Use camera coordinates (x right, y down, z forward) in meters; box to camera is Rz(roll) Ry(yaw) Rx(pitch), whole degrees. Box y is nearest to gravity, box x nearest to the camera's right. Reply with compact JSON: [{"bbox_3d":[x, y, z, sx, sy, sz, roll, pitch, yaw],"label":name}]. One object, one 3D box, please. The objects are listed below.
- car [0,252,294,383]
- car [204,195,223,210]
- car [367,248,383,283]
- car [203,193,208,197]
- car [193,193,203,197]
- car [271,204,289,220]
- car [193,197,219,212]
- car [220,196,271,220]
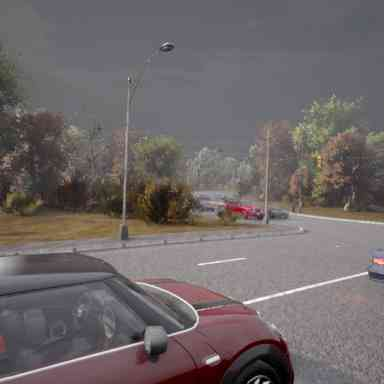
[{"bbox_3d":[-1.180,1.354,2.905,4.553,1.767,2.097,0,0,-36],"label":"car"},{"bbox_3d":[3.810,1.818,51.305,2.097,1.767,4.553,3,1,-15],"label":"car"},{"bbox_3d":[6.573,1.664,8.462,5.357,1.411,2.033,2,-1,-36],"label":"car"},{"bbox_3d":[2.914,1.052,78.394,2.128,1.511,4.902,2,2,-1],"label":"car"},{"bbox_3d":[0.393,1.367,67.637,1.994,1.385,4.181,2,2,-8],"label":"car"},{"bbox_3d":[8.788,2.098,37.110,2.097,1.767,4.553,3,-1,-22],"label":"car"},{"bbox_3d":[1.670,1.935,46.222,1.837,1.490,4.892,3,1,-17],"label":"car"},{"bbox_3d":[5.573,1.813,35.677,2.150,2.045,5.566,3,-1,-22],"label":"car"}]
